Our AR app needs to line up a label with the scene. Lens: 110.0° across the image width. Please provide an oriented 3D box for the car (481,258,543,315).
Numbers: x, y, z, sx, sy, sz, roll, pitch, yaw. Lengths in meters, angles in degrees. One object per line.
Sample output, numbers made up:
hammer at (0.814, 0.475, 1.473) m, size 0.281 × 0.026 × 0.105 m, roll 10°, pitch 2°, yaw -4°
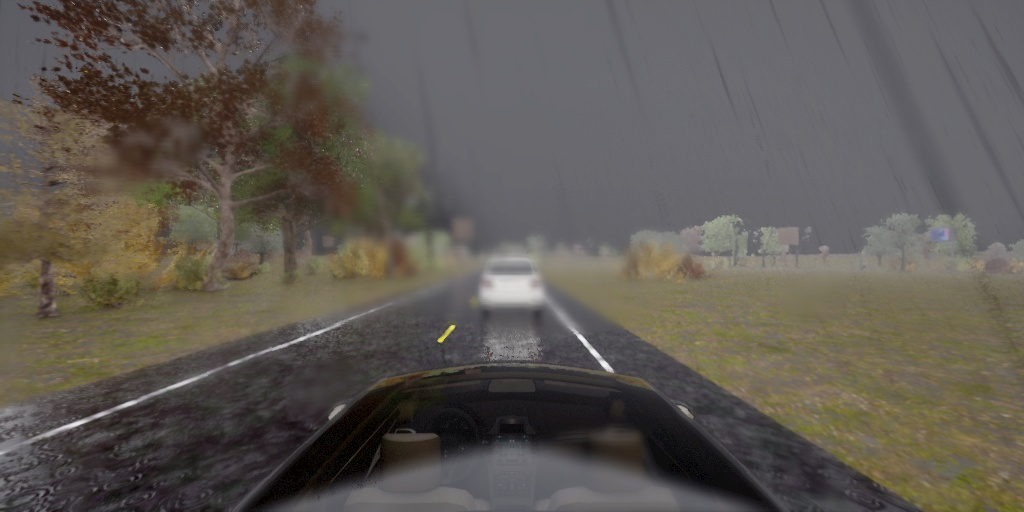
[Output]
car at (0.010, 1.103, 14.440) m, size 2.150 × 2.045 × 5.566 m, roll 0°, pitch 0°, yaw 0°
